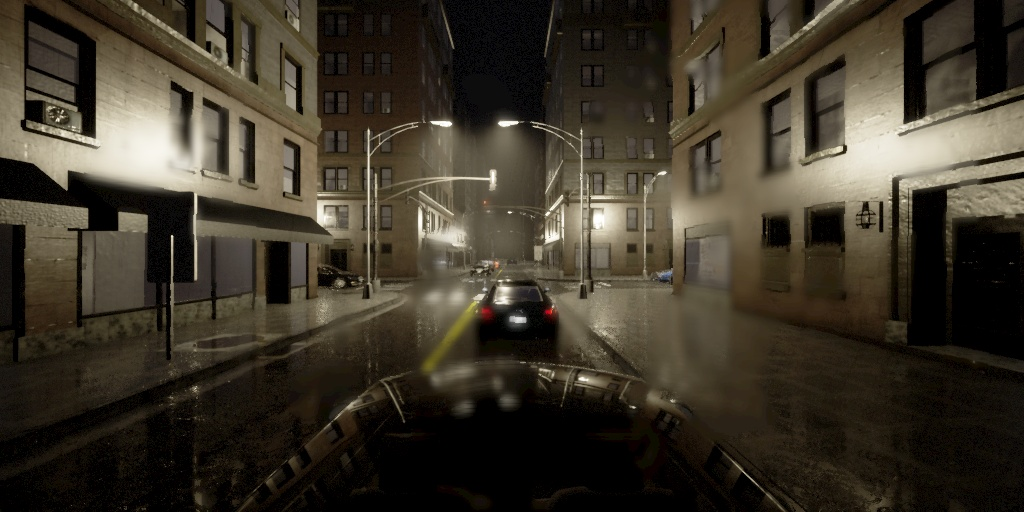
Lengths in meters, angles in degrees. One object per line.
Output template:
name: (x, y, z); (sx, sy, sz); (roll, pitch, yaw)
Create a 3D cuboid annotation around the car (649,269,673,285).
car: (12.613, 1.260, 25.197); (5.357, 1.411, 2.033); (0, 0, 0)

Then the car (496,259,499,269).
car: (-3.103, 1.293, 46.106); (2.033, 1.411, 5.357); (0, 0, 0)

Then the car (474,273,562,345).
car: (0.113, 1.314, 9.536); (1.994, 1.385, 4.181); (0, 0, -1)

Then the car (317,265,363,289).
car: (-11.738, 1.284, 22.048); (4.892, 1.490, 1.837); (0, 0, -3)

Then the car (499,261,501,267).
car: (-3.091, 1.092, 55.888); (2.097, 1.767, 4.553); (0, 0, -1)

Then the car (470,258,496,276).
car: (-3.098, 1.239, 36.363); (2.128, 1.511, 4.902); (0, 0, 0)
